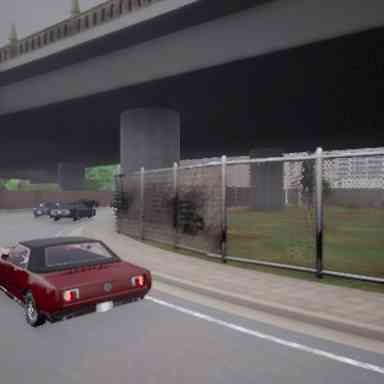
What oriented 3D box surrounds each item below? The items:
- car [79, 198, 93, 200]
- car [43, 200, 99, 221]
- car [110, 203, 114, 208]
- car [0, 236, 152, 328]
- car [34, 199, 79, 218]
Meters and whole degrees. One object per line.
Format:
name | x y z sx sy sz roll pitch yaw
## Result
car | -15.002 1.605 45.536 1.882 1.535 5.008 0 0 30
car | -9.816 1.624 27.743 2.033 1.411 5.357 0 0 5
car | -9.372 1.703 48.242 2.033 1.411 5.357 0 0 34
car | -2.956 1.620 7.150 1.895 1.301 4.718 0 0 -43
car | -12.753 1.604 30.885 1.812 1.442 4.674 0 0 8
